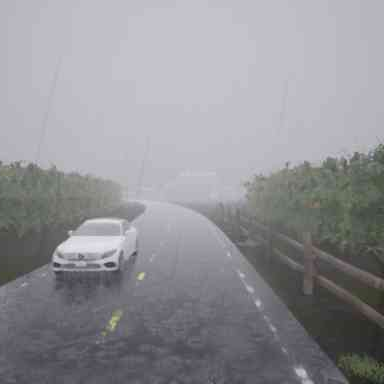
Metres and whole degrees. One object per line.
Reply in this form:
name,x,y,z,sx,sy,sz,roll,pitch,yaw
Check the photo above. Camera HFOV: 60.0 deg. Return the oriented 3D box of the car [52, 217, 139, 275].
car,-2.867,1.587,10.826,1.812,1.442,4.674,0,0,-1
